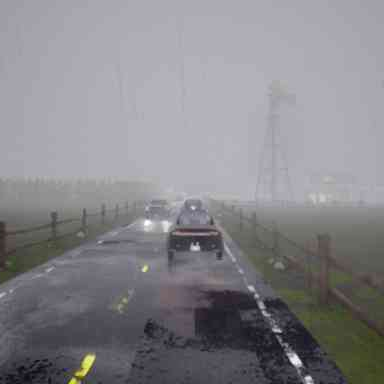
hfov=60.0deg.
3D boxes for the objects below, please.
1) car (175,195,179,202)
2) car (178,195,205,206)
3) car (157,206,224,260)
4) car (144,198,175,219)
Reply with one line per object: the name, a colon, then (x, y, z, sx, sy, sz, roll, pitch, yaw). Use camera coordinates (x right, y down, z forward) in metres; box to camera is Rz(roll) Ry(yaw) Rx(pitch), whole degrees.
car: (-2.728, 1.347, 71.416, 2.097, 1.767, 4.553, 0, 0, 0)
car: (0.106, 1.347, 29.116, 2.097, 1.767, 4.553, 0, 0, 0)
car: (0.099, 1.485, 12.468, 2.128, 1.511, 4.902, 0, 0, 0)
car: (-2.837, 1.347, 28.960, 2.097, 1.767, 4.553, 0, 0, 0)
